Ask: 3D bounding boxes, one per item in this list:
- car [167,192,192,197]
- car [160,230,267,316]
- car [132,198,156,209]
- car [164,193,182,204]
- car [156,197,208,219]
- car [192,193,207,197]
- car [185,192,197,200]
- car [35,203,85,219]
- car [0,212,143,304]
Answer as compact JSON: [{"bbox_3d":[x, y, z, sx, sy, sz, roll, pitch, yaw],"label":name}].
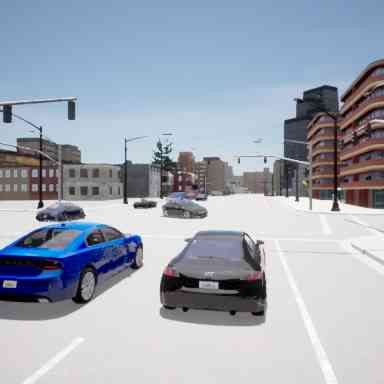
[{"bbox_3d":[-2.024,1.091,46.384,2.150,2.045,5.566,0,1,11],"label":"car"},{"bbox_3d":[0.690,1.564,7.665,1.994,1.385,4.181,0,0,12],"label":"car"},{"bbox_3d":[-6.150,1.514,43.592,1.895,1.301,4.718,0,1,11],"label":"car"},{"bbox_3d":[-3.217,1.049,58.509,2.097,1.767,4.553,0,1,11],"label":"car"},{"bbox_3d":[-0.733,1.474,28.553,1.837,1.490,4.892,-3,2,-39],"label":"car"},{"bbox_3d":[1.954,1.089,66.460,2.033,1.411,5.357,0,1,11],"label":"car"},{"bbox_3d":[-0.159,0.895,73.856,1.882,1.535,5.008,0,1,11],"label":"car"},{"bbox_3d":[-10.089,1.546,25.757,1.994,1.385,4.181,-1,0,13],"label":"car"},{"bbox_3d":[-2.747,1.478,8.312,1.882,1.535,5.008,0,0,11],"label":"car"}]
